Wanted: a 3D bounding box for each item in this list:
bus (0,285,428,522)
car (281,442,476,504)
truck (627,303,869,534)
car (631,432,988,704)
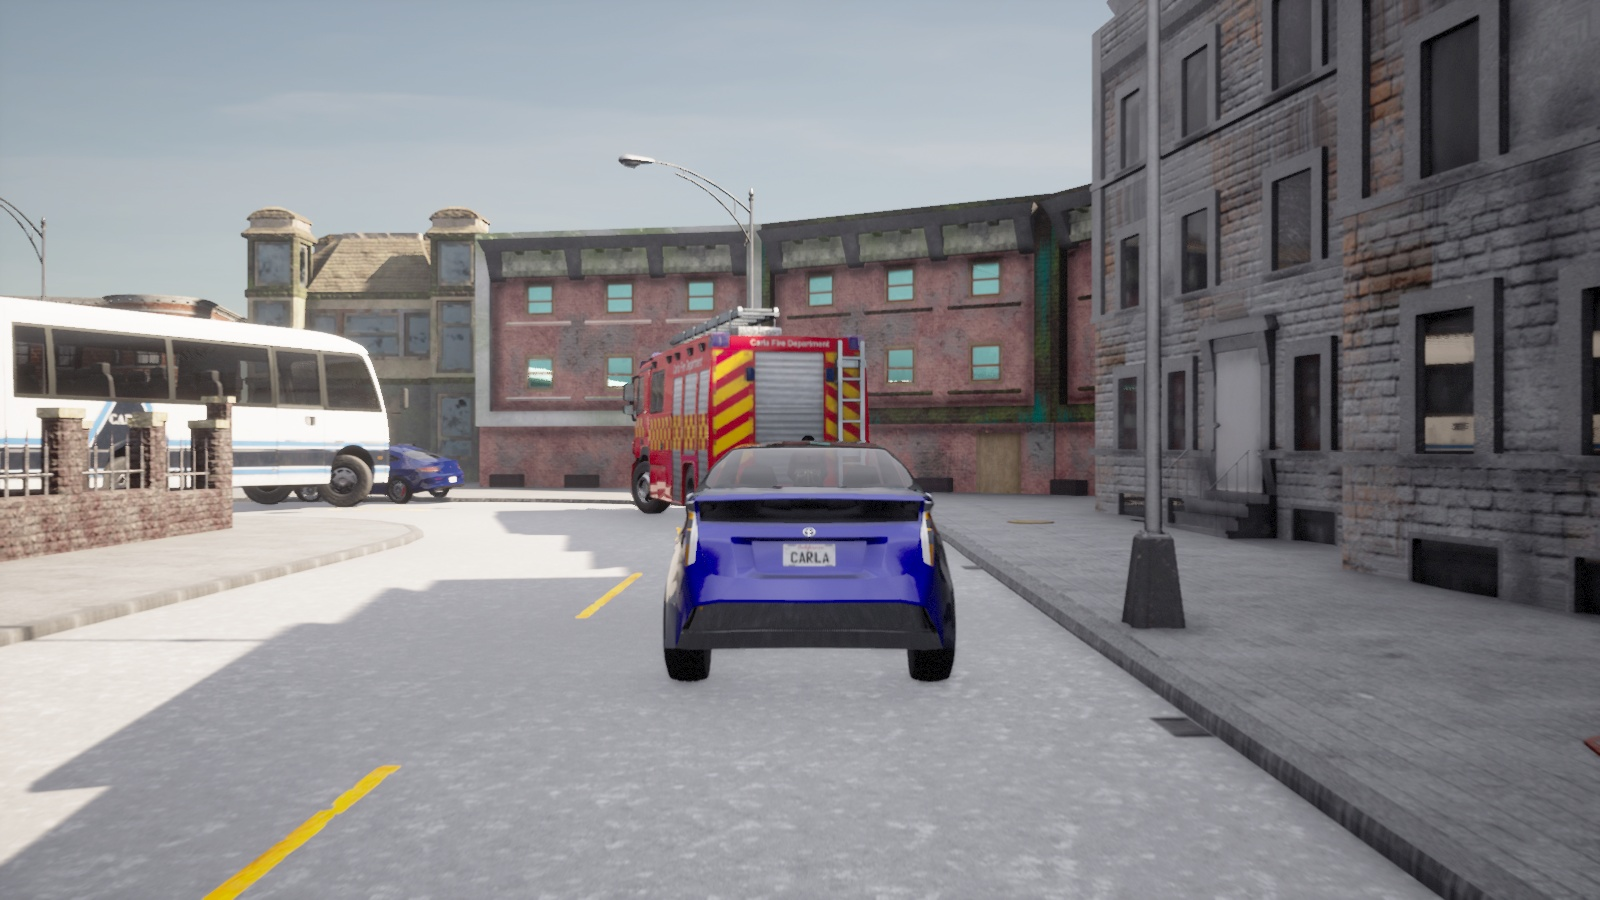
[{"bbox_3d":[-13.480,-0.794,28.029,3.944,4.253,10.273,-1,-1,27],"label":"bus"},{"bbox_3d":[-11.048,0.571,32.919,4.674,1.442,1.812,0,3,20],"label":"car"},{"bbox_3d":[-1.394,-0.533,25.244,2.891,3.827,8.468,0,0,-16],"label":"truck"},{"bbox_3d":[0.068,0.652,9.305,2.007,1.525,4.514,0,0,0],"label":"car"}]
